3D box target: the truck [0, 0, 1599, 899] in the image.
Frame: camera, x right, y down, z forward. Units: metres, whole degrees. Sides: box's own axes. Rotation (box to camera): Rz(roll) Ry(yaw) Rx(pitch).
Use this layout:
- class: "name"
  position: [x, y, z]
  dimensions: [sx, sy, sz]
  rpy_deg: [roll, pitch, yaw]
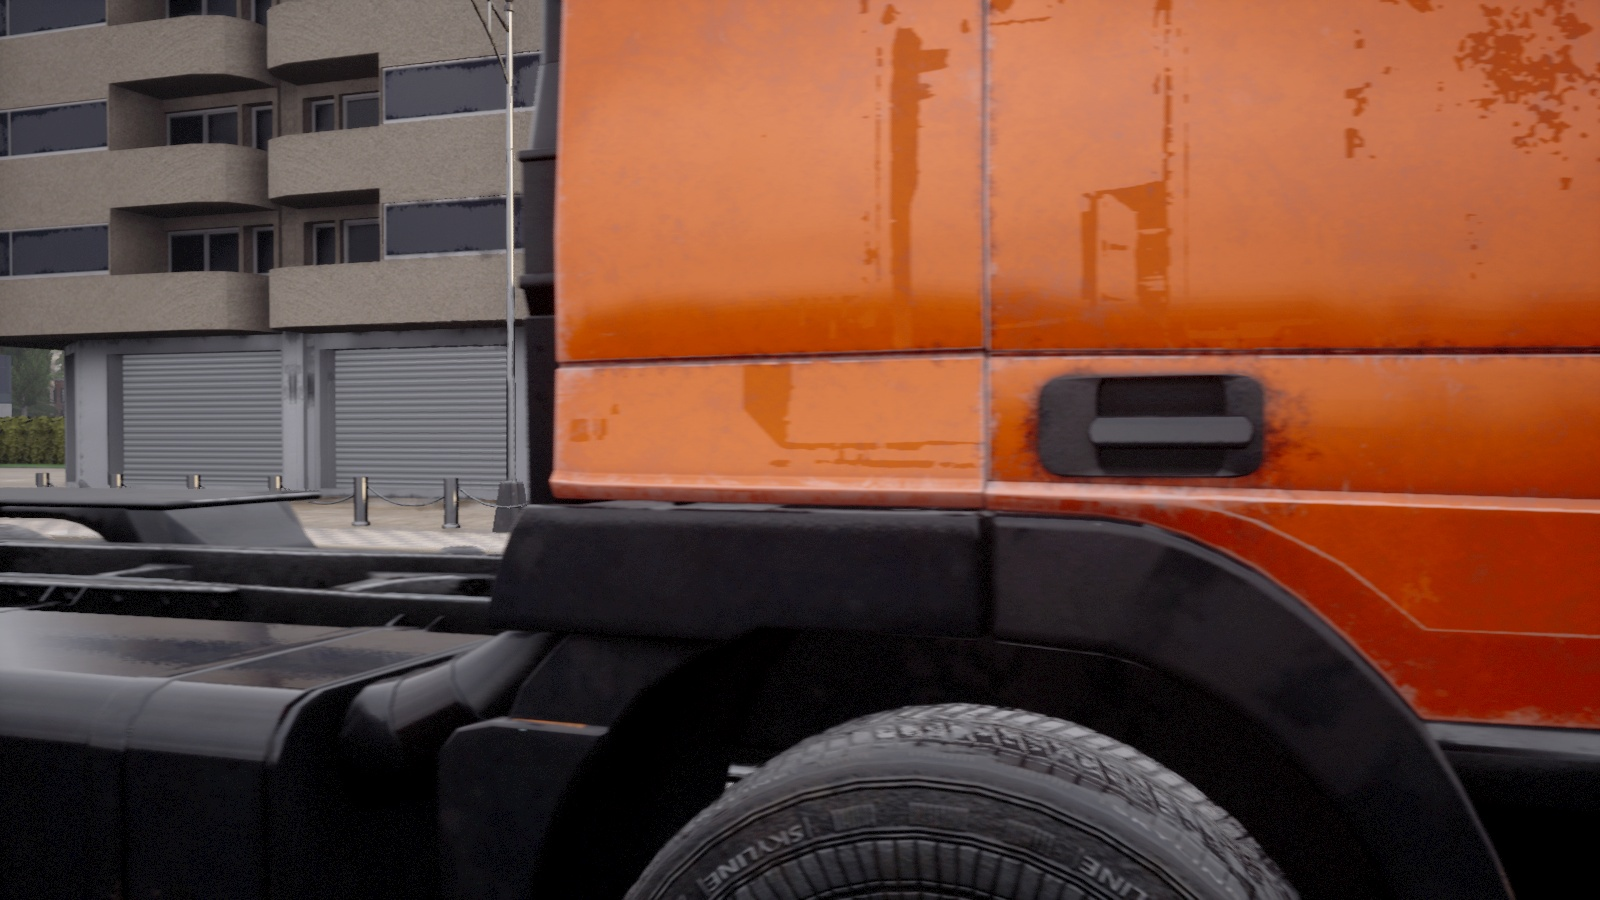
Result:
- class: "truck"
  position: [-1.528, -0.225, 3.697]
  dimensions: [7.936, 3.462, 2.891]
  rpy_deg: [0, 1, 19]
